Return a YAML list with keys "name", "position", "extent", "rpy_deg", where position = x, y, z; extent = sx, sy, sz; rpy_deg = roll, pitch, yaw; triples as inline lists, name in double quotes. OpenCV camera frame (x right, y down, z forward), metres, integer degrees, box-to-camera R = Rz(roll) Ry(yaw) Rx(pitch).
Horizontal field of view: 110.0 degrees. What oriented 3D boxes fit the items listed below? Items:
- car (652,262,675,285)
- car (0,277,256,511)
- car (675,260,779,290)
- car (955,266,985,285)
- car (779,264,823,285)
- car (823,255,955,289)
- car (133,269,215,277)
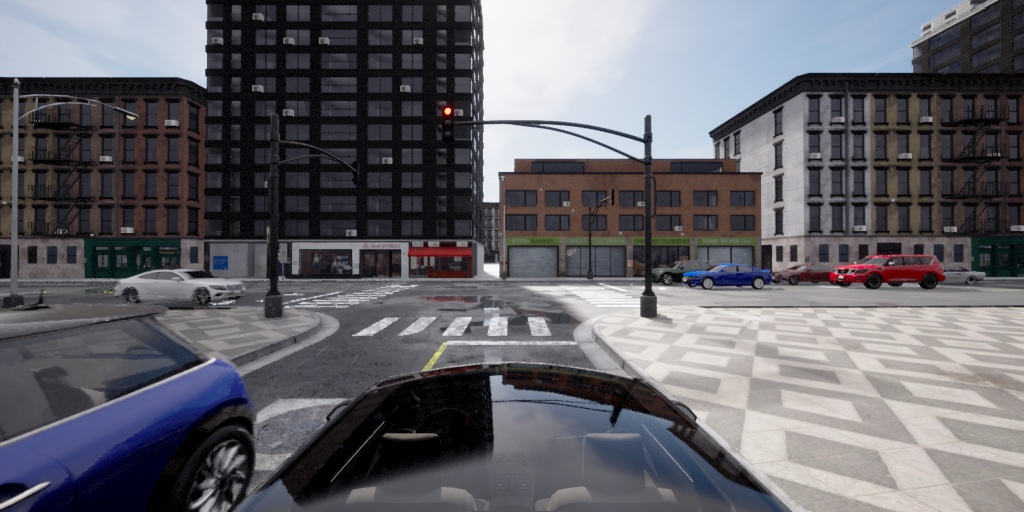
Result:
- name: "car"
  position: [11.967, 1.117, 25.302]
  extent: [4.553, 1.767, 2.097]
  rpy_deg: [0, 0, 0]
- name: "car"
  position: [-3.099, 1.101, 0.950]
  extent: [2.097, 1.767, 4.553]
  rpy_deg: [0, 0, 0]
- name: "car"
  position: [13.104, 1.213, 22.043]
  extent: [5.008, 1.535, 1.882]
  rpy_deg: [0, 0, -2]
- name: "car"
  position: [29.998, 1.329, 25.345]
  extent: [4.718, 1.301, 1.895]
  rpy_deg: [0, 0, 0]
- name: "car"
  position: [20.794, 1.272, 25.312]
  extent: [4.674, 1.442, 1.812]
  rpy_deg: [0, 0, 0]
- name: "car"
  position: [23.031, 0.937, 22.084]
  extent: [5.566, 2.045, 2.150]
  rpy_deg: [0, 0, 0]
- name: "car"
  position: [-14.019, 1.260, 15.270]
  extent: [4.674, 1.442, 1.812]
  rpy_deg: [0, 0, 0]
